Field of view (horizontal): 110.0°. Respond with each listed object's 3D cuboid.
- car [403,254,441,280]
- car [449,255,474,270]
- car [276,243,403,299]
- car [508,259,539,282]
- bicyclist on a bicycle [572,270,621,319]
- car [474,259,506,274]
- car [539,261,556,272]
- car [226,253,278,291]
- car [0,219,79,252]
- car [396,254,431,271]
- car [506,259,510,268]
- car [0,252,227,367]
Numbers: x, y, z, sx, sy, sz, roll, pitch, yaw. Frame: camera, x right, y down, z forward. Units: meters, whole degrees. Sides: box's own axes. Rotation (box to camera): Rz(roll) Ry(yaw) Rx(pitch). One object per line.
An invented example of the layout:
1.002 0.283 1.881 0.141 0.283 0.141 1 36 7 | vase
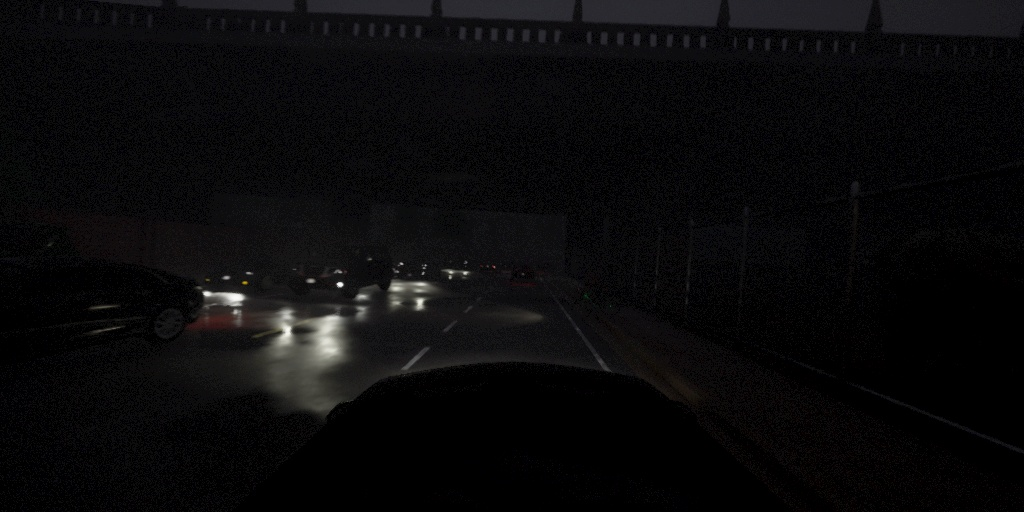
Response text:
-6.382 0.624 25.031 2.097 1.767 4.553 4 0 2 | car
-5.606 0.638 40.588 2.097 1.767 4.553 4 0 6 | car
-6.738 0.492 14.958 2.150 2.045 5.566 4 0 2 | car
0.938 1.222 29.743 1.882 1.535 5.008 4 0 2 | car
2.772 1.272 12.010 1.656 1.620 0.582 -6 0 2 | bicyclist on a bicycle
-2.199 1.067 37.664 2.033 1.411 5.357 4 0 5 | car
5.097 1.473 52.973 1.837 1.490 4.892 4 0 23 | car
-10.240 0.603 14.978 1.994 1.385 4.181 4 0 3 | car
-10.553 0.261 5.598 2.150 2.045 5.566 4 0 2 | car
-9.475 0.609 34.848 1.994 1.385 4.181 4 0 3 | car
-0.120 1.156 49.375 1.812 1.442 4.674 4 0 18 | car
-7.093 0.774 5.115 1.837 1.490 4.892 4 0 2 | car
